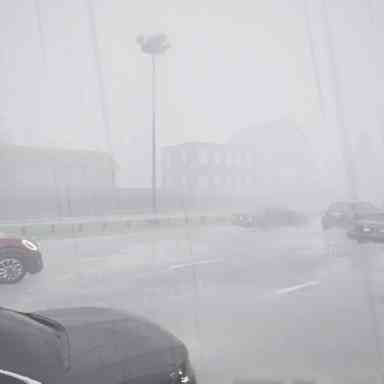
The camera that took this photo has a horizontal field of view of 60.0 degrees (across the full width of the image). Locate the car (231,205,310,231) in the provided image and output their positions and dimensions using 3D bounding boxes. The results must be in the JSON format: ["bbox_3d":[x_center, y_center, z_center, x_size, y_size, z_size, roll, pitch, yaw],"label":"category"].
[{"bbox_3d":[4.801,1.501,20.078,5.357,1.411,2.033,0,0,-36],"label":"car"}]

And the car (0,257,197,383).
[{"bbox_3d":[-2.202,1.507,2.175,4.892,1.490,1.837,0,0,-36],"label":"car"}]

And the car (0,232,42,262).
[{"bbox_3d":[-6.103,1.354,7.991,4.553,1.767,2.097,0,0,-36],"label":"car"}]

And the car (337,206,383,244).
[{"bbox_3d":[8.806,1.501,14.337,5.357,1.411,2.033,0,0,-36],"label":"car"}]

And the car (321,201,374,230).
[{"bbox_3d":[9.512,1.295,19.141,4.553,1.767,2.097,0,0,-36],"label":"car"}]
